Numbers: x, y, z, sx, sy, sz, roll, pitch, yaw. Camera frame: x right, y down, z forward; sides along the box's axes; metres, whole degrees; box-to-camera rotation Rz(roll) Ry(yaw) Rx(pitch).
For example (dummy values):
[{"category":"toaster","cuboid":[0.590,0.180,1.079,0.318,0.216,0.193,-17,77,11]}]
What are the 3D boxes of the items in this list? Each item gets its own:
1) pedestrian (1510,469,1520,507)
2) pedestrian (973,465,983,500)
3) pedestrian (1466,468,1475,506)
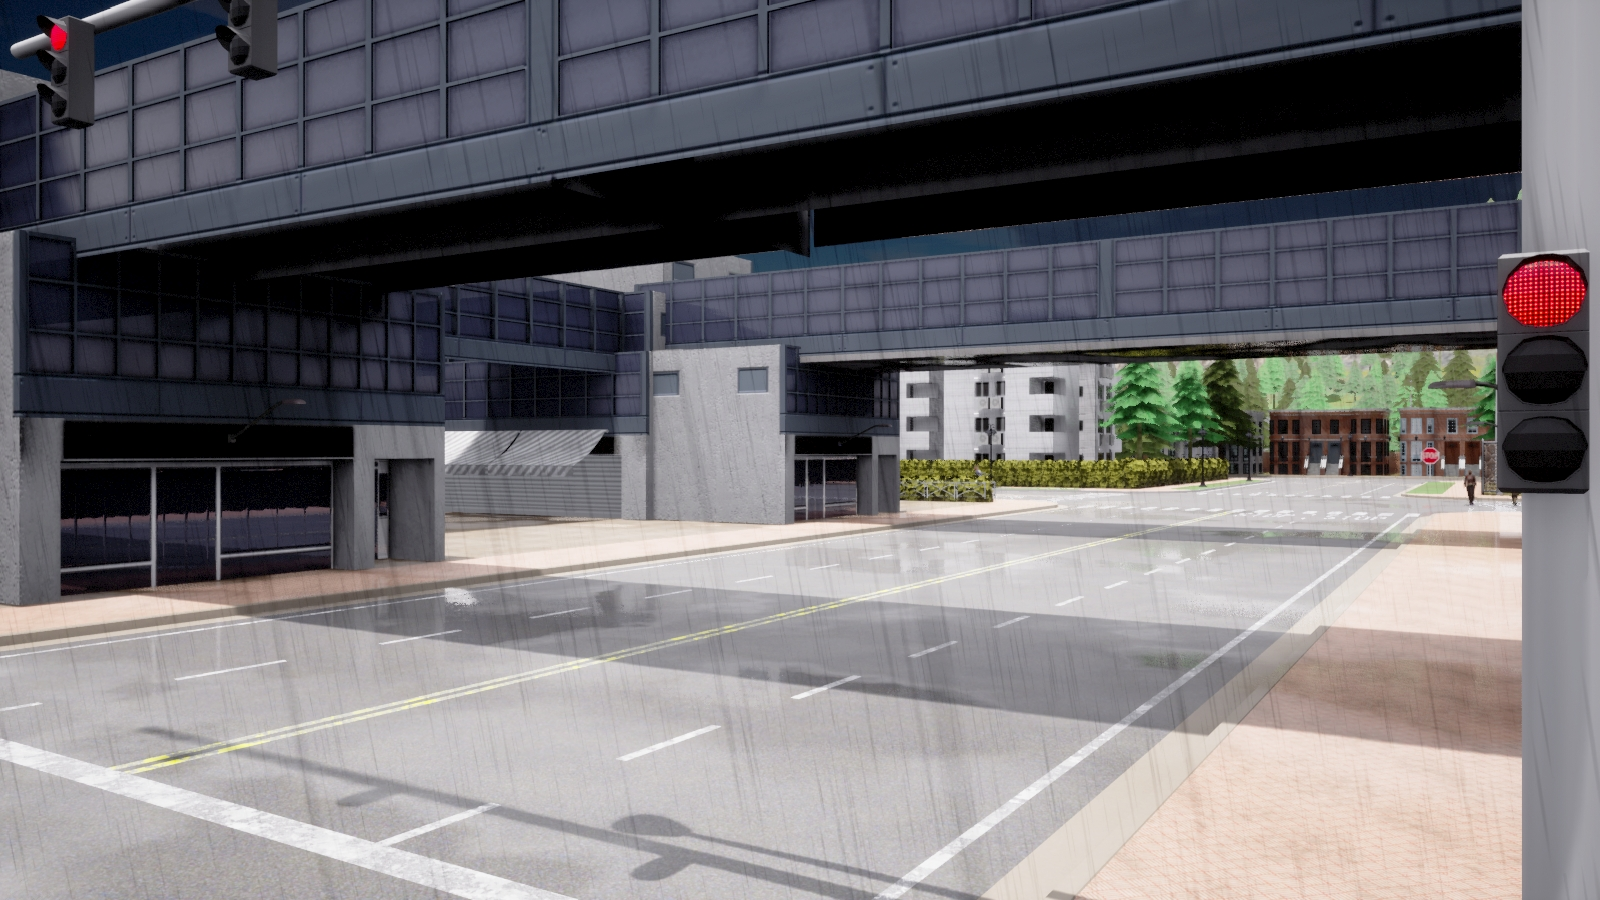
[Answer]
[{"category":"pedestrian","cuboid":[35.112,1.848,56.095,0.375,1.860,0.375,0,0,43]},{"category":"pedestrian","cuboid":[9.360,1.696,60.059,0.375,1.860,0.375,0,0,31]},{"category":"pedestrian","cuboid":[33.237,1.849,56.609,0.375,1.860,0.375,0,0,32]}]
